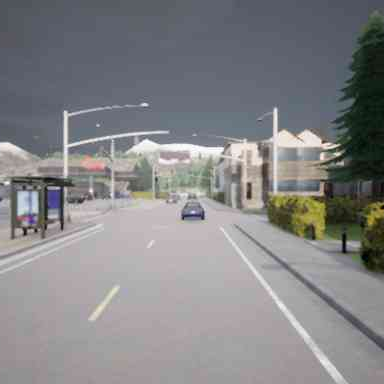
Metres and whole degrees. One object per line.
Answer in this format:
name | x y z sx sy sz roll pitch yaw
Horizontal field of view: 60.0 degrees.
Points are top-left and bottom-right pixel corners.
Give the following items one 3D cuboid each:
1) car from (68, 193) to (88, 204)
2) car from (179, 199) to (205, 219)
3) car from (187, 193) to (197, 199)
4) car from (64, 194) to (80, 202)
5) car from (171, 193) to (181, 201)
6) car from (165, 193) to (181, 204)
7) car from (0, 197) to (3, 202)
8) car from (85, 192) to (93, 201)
car | -18.896 1.294 53.437 2.007 1.523 4.514 0 0 0
car | 0.087 1.568 28.954 1.994 1.385 4.181 0 1 0
car | 0.034 0.913 70.222 2.097 1.767 4.553 0 0 0
car | -25.917 1.290 71.911 1.970 1.475 3.806 0 0 0
car | -3.464 1.079 72.767 2.097 1.767 4.553 0 0 0
car | -3.520 1.281 57.581 2.128 1.511 4.902 0 0 1
car | -28.960 1.177 46.041 2.152 1.636 5.027 0 0 0
car | -22.591 1.008 71.307 1.905 1.878 3.866 0 0 0
